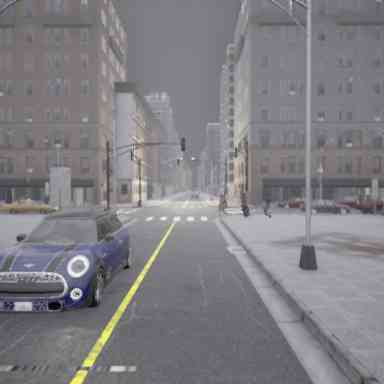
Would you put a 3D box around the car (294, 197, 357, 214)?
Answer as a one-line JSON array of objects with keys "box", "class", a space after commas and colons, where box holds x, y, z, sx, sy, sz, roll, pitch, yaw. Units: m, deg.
[{"box": [12.009, 1.353, 30.101, 4.403, 1.369, 2.008, 0, 1, 1], "class": "car"}]

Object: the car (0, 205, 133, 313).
[{"box": [-2.777, 1.293, 7.765, 2.097, 1.767, 4.553, 0, 0, 1], "class": "car"}]

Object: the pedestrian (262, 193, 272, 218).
[{"box": [5.505, 0.971, 24.361, 0.375, 1.860, 0.375, 0, 1, 0], "class": "pedestrian"}]

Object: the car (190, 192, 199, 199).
[{"box": [0.657, 0.950, 80.510, 1.812, 1.442, 4.674, 0, 0, 0], "class": "car"}]

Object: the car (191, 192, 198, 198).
[{"box": [0.738, 0.725, 90.512, 1.812, 1.442, 4.674, 0, 0, 0], "class": "car"}]

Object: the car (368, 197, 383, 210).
[{"box": [22.900, 1.260, 38.028, 4.403, 1.369, 2.008, 0, 1, 1], "class": "car"}]

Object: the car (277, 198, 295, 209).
[{"box": [12.082, 1.250, 38.125, 4.507, 1.381, 1.887, 0, 1, 1], "class": "car"}]

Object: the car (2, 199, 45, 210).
[{"box": [-14.666, 1.320, 30.341, 4.829, 1.417, 1.752, 0, 1, 1], "class": "car"}]

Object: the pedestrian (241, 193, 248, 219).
[{"box": [3.763, 0.966, 23.776, 0.375, 1.860, 0.375, 0, 1, 0], "class": "pedestrian"}]

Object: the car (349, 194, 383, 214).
[{"box": [17.418, 1.120, 30.050, 5.009, 1.841, 2.192, 0, 1, 1], "class": "car"}]

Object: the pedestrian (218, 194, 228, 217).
[{"box": [2.300, 0.957, 24.988, 0.375, 1.860, 0.375, 0, 1, 0], "class": "pedestrian"}]
